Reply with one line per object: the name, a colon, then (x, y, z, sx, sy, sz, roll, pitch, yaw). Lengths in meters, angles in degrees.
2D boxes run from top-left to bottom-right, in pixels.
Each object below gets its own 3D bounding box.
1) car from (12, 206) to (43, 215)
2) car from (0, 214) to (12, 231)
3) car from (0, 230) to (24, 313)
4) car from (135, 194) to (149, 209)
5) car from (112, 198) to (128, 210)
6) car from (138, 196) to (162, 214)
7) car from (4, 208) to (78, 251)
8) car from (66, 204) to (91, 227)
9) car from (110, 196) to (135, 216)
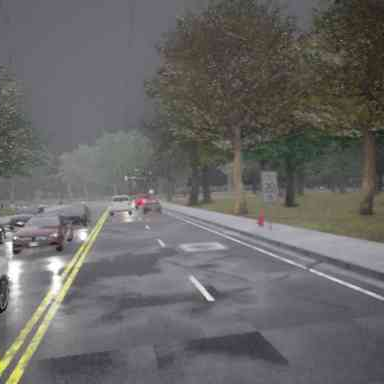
car: (-11.935, 1.865, 24.548, 1.837, 1.490, 4.892, -2, 0, -12)
car: (-9.730, 1.867, 14.531, 1.994, 1.385, 4.181, -2, 0, -12)
car: (-4.322, 1.662, 5.082, 1.812, 1.442, 4.674, -2, 0, -11)
car: (-7.219, 1.366, 48.891, 2.150, 2.045, 5.566, -2, 0, -12)
car: (-10.524, 1.745, 48.868, 2.128, 1.511, 4.902, -2, 0, -12)
car: (-4.486, 1.580, 36.654, 2.128, 1.511, 4.902, -2, 0, -12)
car: (-6.488, 1.720, 14.885, 1.812, 1.442, 4.674, -2, 0, -12)
car: (-8.713, 1.730, 25.046, 1.882, 1.535, 5.008, -2, 0, -12)
car: (-7.627, 1.417, 35.788, 2.150, 2.045, 5.566, -2, 0, -12)
